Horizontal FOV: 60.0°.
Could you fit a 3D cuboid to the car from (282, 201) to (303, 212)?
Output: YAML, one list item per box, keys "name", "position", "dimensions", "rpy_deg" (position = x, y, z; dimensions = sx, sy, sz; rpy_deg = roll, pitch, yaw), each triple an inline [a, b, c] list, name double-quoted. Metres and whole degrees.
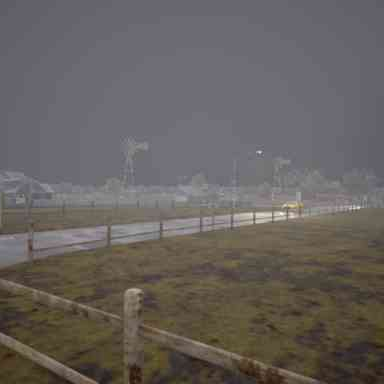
- name: "car"
  position: [14.937, 2.124, 49.237]
  dimensions: [1.882, 1.535, 5.008]
  rpy_deg: [1, 0, 36]
